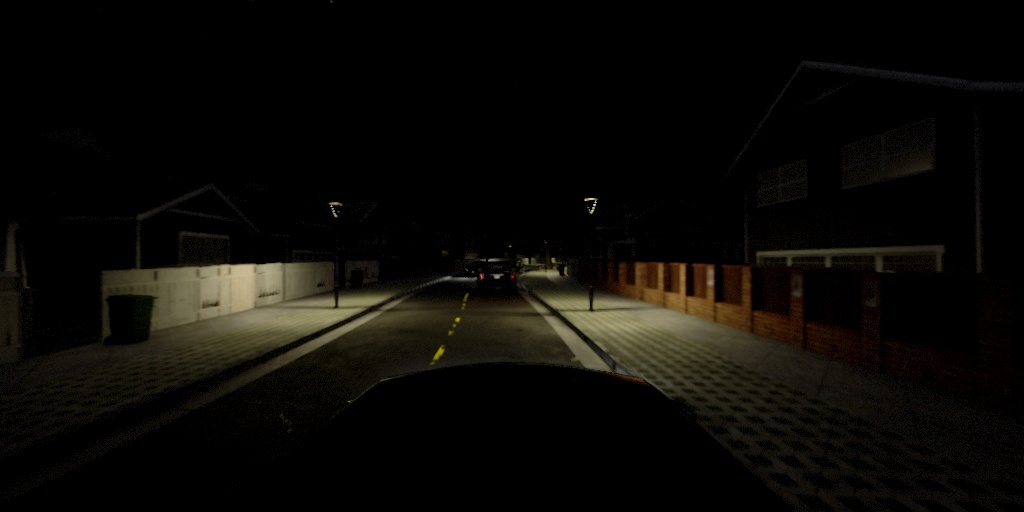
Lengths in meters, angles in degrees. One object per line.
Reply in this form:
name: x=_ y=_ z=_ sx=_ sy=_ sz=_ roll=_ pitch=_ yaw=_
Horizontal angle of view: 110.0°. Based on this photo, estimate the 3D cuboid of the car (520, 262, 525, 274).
car: x=0.232 y=1.239 z=39.856 sx=1.837 sy=1.490 sz=4.892 roll=-1 pitch=0 yaw=8

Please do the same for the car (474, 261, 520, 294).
car: x=-0.853 y=1.094 z=20.376 sx=2.097 sy=1.767 sz=4.553 roll=0 pitch=0 yaw=-3

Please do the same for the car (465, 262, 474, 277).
car: x=-3.352 y=1.272 z=35.680 sx=1.837 sy=1.490 sz=4.892 roll=0 pitch=0 yaw=6
